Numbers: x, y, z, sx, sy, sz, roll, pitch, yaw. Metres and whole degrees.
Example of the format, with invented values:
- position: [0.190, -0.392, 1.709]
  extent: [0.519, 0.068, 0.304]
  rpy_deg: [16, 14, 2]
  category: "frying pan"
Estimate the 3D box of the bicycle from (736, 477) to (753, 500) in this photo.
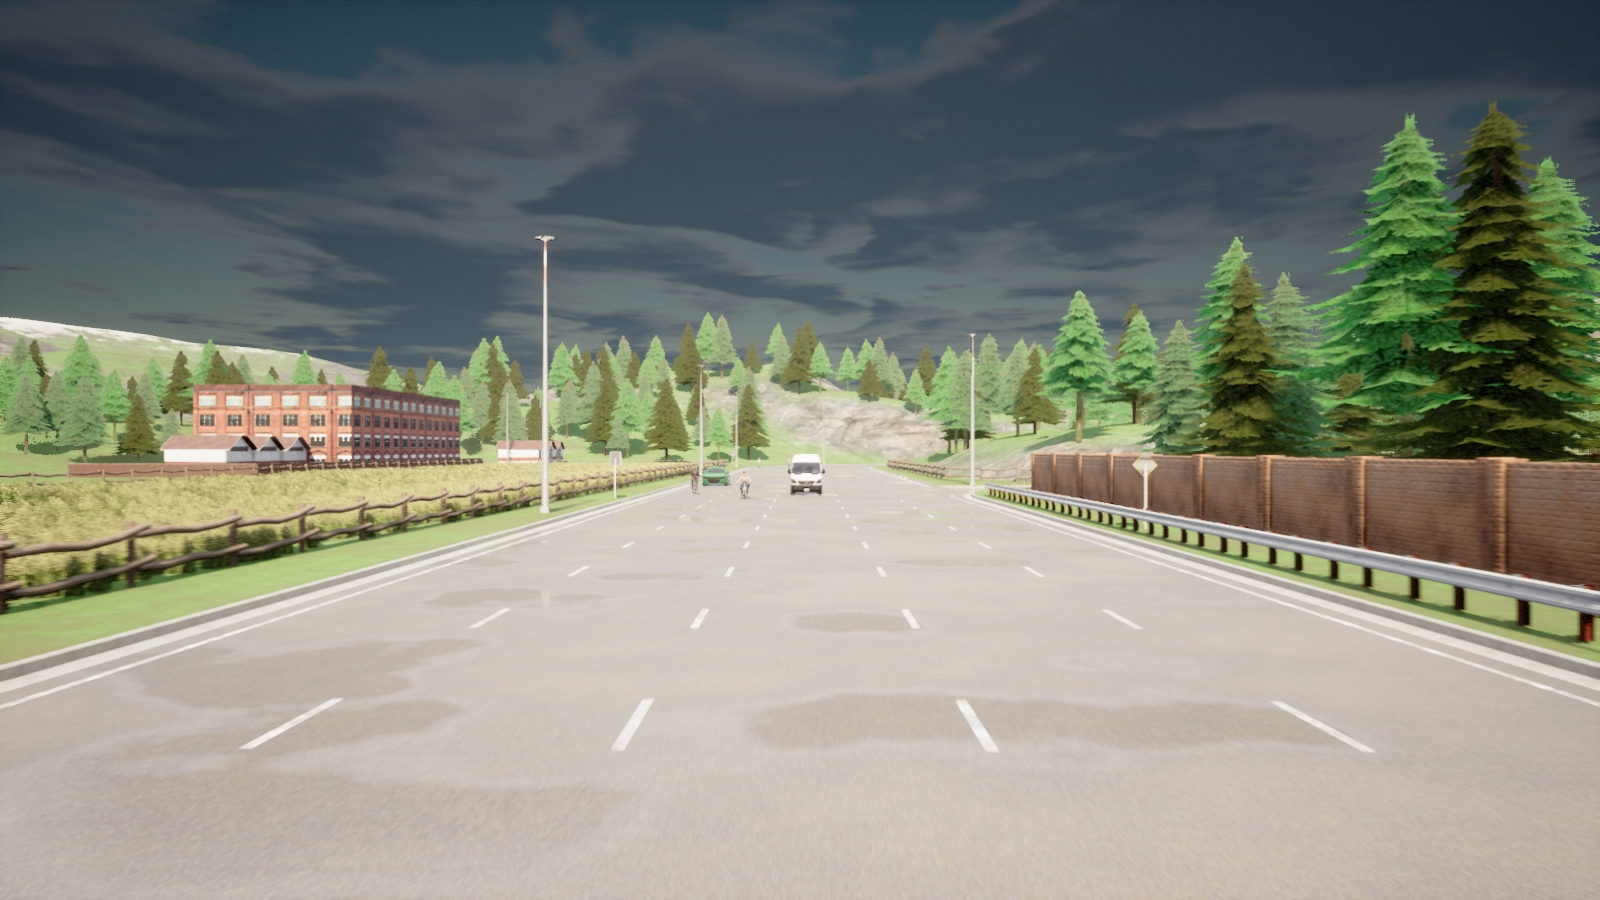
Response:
- position: [-3.133, 2.157, 64.502]
  extent: [0.859, 1.276, 1.487]
  rpy_deg: [0, 0, 1]
  category: "bicycle"

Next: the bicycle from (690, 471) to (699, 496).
- position: [-6.541, 2.059, 70.894]
  extent: [0.329, 1.471, 1.835]
  rpy_deg: [0, 0, 1]
  category: "bicycle"

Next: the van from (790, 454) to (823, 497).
- position: [0.412, 1.534, 71.658]
  extent: [1.988, 2.561, 5.915]
  rpy_deg: [0, 0, 0]
  category: "van"
